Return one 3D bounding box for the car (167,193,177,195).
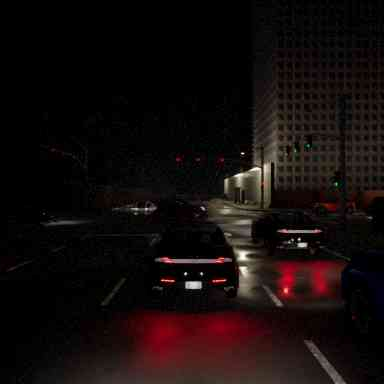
[{"bbox_3d":[-3.661,1.352,51.398,2.097,1.767,4.553,0,0,0],"label":"car"}]

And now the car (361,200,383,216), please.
[{"bbox_3d":[19.366,1.533,32.284,5.008,1.535,1.882,0,0,0],"label":"car"}]

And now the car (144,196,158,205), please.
[{"bbox_3d":[-7.166,1.478,58.604,1.882,1.535,5.008,0,0,0],"label":"car"}]

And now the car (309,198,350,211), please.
[{"bbox_3d":[14.981,1.407,35.769,4.553,1.767,2.097,0,0,0],"label":"car"}]

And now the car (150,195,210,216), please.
[{"bbox_3d":[-0.983,1.381,28.510,4.553,1.767,2.097,0,0,0],"label":"car"}]

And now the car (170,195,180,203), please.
[{"bbox_3d":[-3.604,1.478,71.135,1.882,1.535,5.008,0,0,0],"label":"car"}]

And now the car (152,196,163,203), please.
[{"bbox_3d":[-7.101,1.601,68.767,1.895,1.301,4.718,0,0,0],"label":"car"}]

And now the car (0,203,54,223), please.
[{"bbox_3d":[-12.875,1.572,24.968,4.674,1.442,1.812,-1,0,0],"label":"car"}]

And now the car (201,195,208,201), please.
[{"bbox_3d":[3.370,1.500,89.134,1.837,1.490,4.892,0,0,0],"label":"car"}]

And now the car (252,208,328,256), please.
[{"bbox_3d":[3.562,1.492,13.128,2.128,1.511,4.902,0,0,0],"label":"car"}]

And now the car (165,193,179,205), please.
[{"bbox_3d":[-3.651,1.221,60.987,2.150,2.045,5.566,0,0,0],"label":"car"}]

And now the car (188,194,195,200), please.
[{"bbox_3d":[-0.130,1.328,89.033,1.837,1.490,4.892,0,0,0],"label":"car"}]

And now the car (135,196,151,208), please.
[{"bbox_3d":[-7.163,1.478,49.282,1.882,1.535,5.008,0,0,0],"label":"car"}]

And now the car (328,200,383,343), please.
[{"bbox_3d":[3.595,1.221,3.283,2.150,2.045,5.566,0,0,0],"label":"car"}]

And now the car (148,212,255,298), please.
[{"bbox_3d":[0.044,1.492,8.510,2.128,1.511,4.902,0,0,0],"label":"car"}]
